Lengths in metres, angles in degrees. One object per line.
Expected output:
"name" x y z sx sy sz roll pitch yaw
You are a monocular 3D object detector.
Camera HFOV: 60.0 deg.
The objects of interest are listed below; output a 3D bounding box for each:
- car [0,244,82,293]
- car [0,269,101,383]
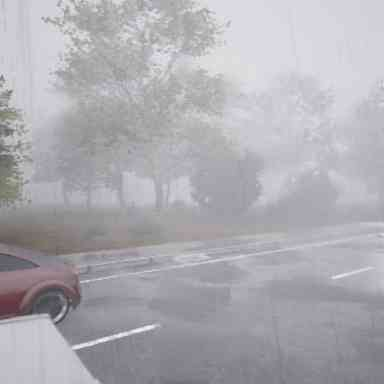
"car" -4.018 1.569 5.441 4.181 1.385 1.994 0 0 -36
"car" -3.055 1.603 1.828 4.718 1.301 1.895 0 0 -35
